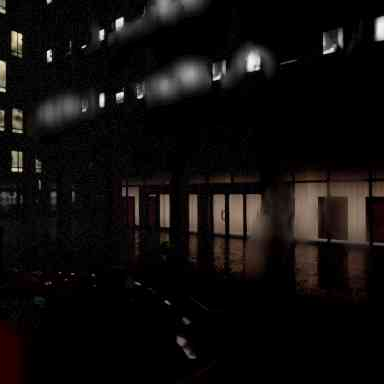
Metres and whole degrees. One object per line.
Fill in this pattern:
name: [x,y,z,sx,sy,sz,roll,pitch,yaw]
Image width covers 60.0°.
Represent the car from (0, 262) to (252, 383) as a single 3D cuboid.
car: [-1.523,1.545,3.985,4.507,1.381,1.887,0,0,36]
